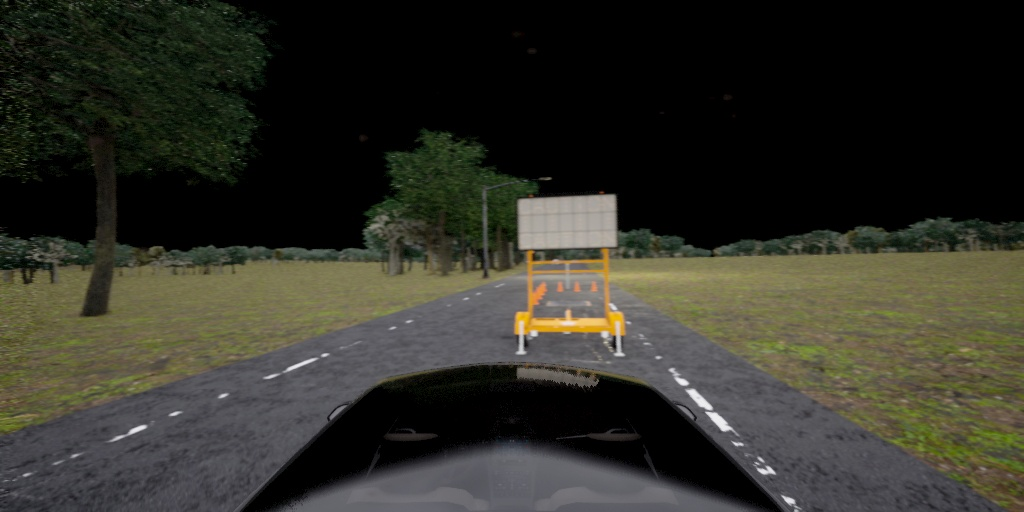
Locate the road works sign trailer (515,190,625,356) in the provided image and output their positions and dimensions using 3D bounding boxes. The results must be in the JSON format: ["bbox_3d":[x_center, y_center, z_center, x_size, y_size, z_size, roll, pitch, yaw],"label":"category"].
[{"bbox_3d":[1.398,0.257,8.772,2.380,3.560,2.880,0,0,9],"label":"road works sign trailer"}]
